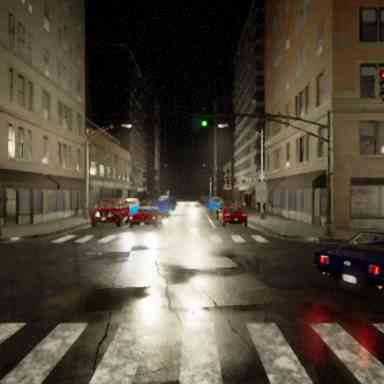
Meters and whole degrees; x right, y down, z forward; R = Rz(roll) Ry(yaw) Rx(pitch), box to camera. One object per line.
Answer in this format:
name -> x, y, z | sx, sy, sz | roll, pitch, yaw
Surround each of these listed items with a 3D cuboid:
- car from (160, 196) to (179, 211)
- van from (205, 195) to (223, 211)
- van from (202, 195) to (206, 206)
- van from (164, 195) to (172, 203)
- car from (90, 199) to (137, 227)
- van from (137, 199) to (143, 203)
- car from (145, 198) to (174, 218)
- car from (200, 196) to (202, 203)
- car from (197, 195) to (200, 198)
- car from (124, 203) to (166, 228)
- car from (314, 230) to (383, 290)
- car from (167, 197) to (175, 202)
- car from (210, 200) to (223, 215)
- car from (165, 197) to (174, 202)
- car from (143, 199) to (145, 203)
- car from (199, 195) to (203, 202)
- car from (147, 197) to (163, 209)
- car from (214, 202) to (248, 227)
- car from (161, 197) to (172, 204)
car -> -3.056, 1.660, 42.449 | 1.882, 1.535, 5.008 | 0, 0, 1
van -> 2.867, 1.513, 40.278 | 1.690, 1.788, 3.998 | 0, 0, 0
van -> 2.871, 1.561, 51.281 | 1.690, 1.788, 3.998 | 0, 0, 0
van -> -5.647, 1.681, 78.790 | 1.690, 1.788, 3.998 | 0, 0, 0
car -> -5.663, 1.416, 23.777 | 2.192, 1.841, 5.009 | 0, 0, 0
van -> -5.661, 1.466, 29.278 | 1.690, 1.788, 3.998 | 0, 0, 0
car -> -3.083, 1.616, 32.411 | 1.882, 1.535, 5.008 | 0, 0, 0
car -> 2.875, 1.849, 62.283 | 1.802, 1.307, 4.206 | 0, 0, 0
car -> 2.879, 1.655, 78.787 | 2.192, 1.841, 5.009 | 0, 0, 0
car -> -3.093, 1.699, 22.965 | 1.895, 1.301, 4.718 | 0, 0, 0
car -> 5.392, 1.613, 8.401 | 4.718, 1.301, 1.895 | 0, 0, -30
car -> -5.643, 1.972, 89.792 | 1.802, 1.307, 4.206 | 0, 0, 0
car -> 2.865, 1.691, 29.274 | 1.947, 1.339, 4.313 | 0, 0, 0
car -> -5.644, 1.931, 84.290 | 1.947, 1.339, 4.313 | 0, 0, 0
car -> -5.658, 1.613, 40.280 | 1.967, 1.590, 4.097 | 0, 0, 0
car -> 2.878, 1.897, 73.285 | 1.802, 1.307, 4.206 | 0, 0, 0
car -> -5.654, 1.660, 51.283 | 1.967, 1.590, 4.097 | 0, 0, 0
car -> 2.863, 1.646, 23.773 | 1.887, 1.381, 4.507 | 0, 0, 0
car -> -5.648, 1.866, 73.287 | 2.008, 1.369, 4.403 | 0, 0, 0
